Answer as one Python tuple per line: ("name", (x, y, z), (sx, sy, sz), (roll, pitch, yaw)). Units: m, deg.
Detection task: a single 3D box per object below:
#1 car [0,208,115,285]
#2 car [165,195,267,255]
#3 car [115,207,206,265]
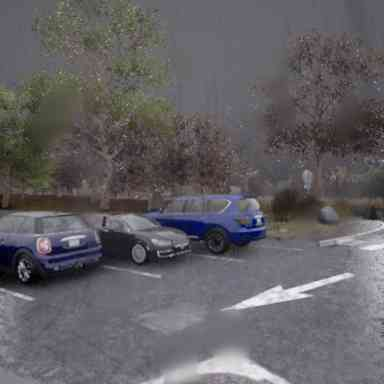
("car", (-4.724, 1.342, 9.612), (4.553, 1.767, 2.185), (-1, 0, 34))
("car", (0.143, 1.148, 13.149), (5.566, 2.045, 2.435), (-1, 0, 35))
("car", (-2.289, 1.434, 11.392), (4.892, 1.521, 2.231), (-1, -1, 34))
